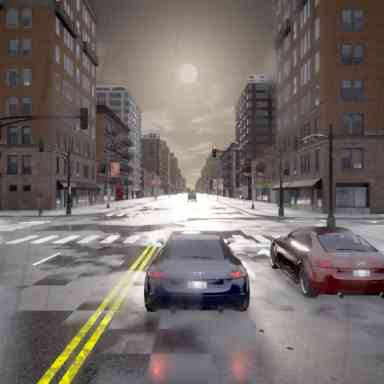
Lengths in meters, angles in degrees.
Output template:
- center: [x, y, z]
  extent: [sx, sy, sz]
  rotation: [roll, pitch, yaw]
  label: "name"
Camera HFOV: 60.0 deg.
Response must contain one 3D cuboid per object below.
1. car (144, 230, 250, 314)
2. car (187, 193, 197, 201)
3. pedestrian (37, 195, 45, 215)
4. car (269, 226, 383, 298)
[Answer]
- center: [0.087, 1.564, 7.715]
  extent: [1.994, 1.385, 4.181]
  rotation: [0, 0, 0]
  label: "car"
- center: [-0.002, 1.212, 80.231]
  extent: [2.150, 2.045, 5.566]
  rotation: [0, 0, 0]
  label: "car"
- center: [-14.143, 1.170, 31.038]
  extent: [0.375, 1.860, 0.375]
  rotation: [0, 0, 0]
  label: "pedestrian"
- center: [3.337, 1.564, 8.533]
  extent: [1.994, 1.385, 4.181]
  rotation: [0, 0, 0]
  label: "car"
